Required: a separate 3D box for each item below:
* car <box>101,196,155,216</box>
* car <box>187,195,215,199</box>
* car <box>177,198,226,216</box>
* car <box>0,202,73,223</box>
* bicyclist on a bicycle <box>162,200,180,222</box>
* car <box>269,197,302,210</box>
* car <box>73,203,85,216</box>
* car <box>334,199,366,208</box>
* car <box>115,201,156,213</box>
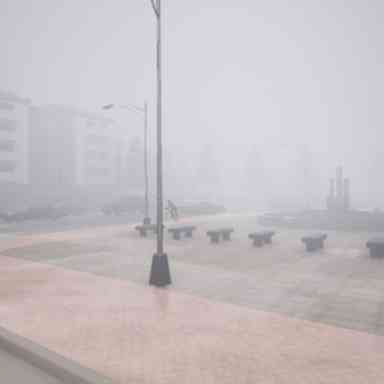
[{"bbox_3d":[-7.081,1.414,35.889,2.150,2.045,5.566,-1,0,40],"label":"car"},{"bbox_3d":[0.687,1.398,43.173,5.566,2.045,2.150,0,0,-36],"label":"car"},{"bbox_3d":[1.203,1.685,34.510,5.357,1.411,2.033,0,0,-44],"label":"car"},{"bbox_3d":[-13.080,1.741,27.661,2.033,1.411,5.357,0,0,33],"label":"car"},{"bbox_3d":[-1.561,1.413,24.484,1.656,1.620,0.582,-1,0,32],"label":"bicyclist on a bicycle"},{"bbox_3d":[12.914,1.468,45.787,4.553,1.767,2.097,0,0,-22],"label":"car"},{"bbox_3d":[-13.127,1.745,33.625,1.812,1.442,4.674,-1,0,36],"label":"car"},{"bbox_3d":[22.595,1.669,48.339,4.718,1.301,1.895,0,0,-7],"label":"car"},{"bbox_3d":[-6.928,1.816,41.222,4.718,1.301,1.895,0,0,-45],"label":"car"}]
